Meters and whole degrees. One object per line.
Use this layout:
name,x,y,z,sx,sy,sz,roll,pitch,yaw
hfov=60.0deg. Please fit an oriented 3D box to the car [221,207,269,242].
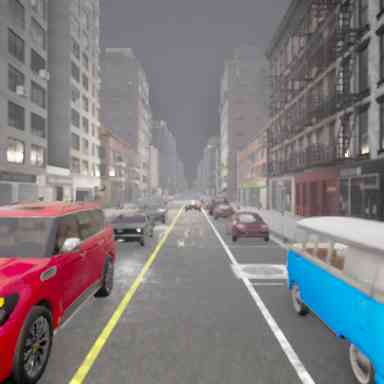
car,2.643,1.608,16.351,1.802,1.307,4.206,0,0,0

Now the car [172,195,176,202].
car,-5.356,1.673,78.847,1.802,1.307,4.206,0,0,0

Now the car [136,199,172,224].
car,-2.825,1.544,25.539,1.837,1.490,4.892,0,0,0

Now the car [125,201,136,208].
car,-5.377,1.567,27.542,1.752,1.417,4.829,0,0,0

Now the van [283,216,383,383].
van,2.639,1.349,4.990,1.690,1.788,3.998,0,0,0

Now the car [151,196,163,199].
car,-5.370,1.624,44.757,1.947,1.339,4.313,0,0,0

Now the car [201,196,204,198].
car,2.655,1.499,44.758,1.967,1.590,4.097,0,0,0

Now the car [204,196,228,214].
car,2.651,1.363,33.396,2.192,1.841,5.009,0,0,0

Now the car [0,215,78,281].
car,-5.384,1.561,10.665,1.887,1.381,4.507,0,0,0

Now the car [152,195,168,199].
car,-5.367,1.379,50.439,2.192,1.841,5.009,0,0,0

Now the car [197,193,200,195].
car,2.669,1.616,79.016,1.752,1.417,4.829,0,0,0

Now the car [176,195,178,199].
car,-5.353,1.646,84.529,2.008,1.369,4.403,0,0,0

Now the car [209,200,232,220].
car,2.648,1.624,27.714,1.802,1.307,4.206,0,0,0

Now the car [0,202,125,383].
car,-2.846,1.230,5.662,2.150,2.045,5.566,0,0,0

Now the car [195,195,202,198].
car,0.118,1.628,49.843,1.994,1.385,4.181,0,0,0

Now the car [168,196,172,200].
car,-5.363,1.515,61.802,1.967,1.590,4.097,0,0,0

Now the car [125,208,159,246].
car,-2.845,1.626,15.478,1.895,1.301,4.718,0,0,0

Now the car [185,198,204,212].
car,0.117,1.654,39.232,1.895,1.301,4.718,0,0,0
